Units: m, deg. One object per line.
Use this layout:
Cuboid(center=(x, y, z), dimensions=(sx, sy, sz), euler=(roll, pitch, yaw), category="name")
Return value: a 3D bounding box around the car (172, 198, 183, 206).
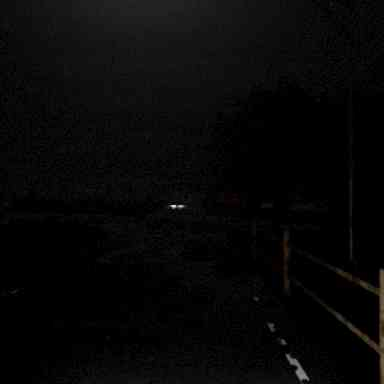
Cuboid(center=(-2.819, 1.916, 63.958), dimensions=(1.994, 1.385, 4.181), euler=(0, 0, 0), category="car")
